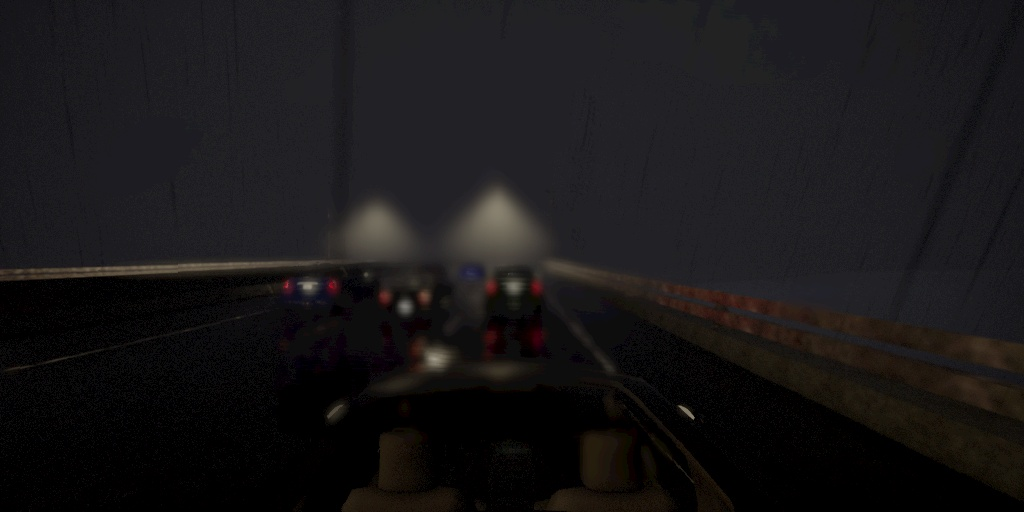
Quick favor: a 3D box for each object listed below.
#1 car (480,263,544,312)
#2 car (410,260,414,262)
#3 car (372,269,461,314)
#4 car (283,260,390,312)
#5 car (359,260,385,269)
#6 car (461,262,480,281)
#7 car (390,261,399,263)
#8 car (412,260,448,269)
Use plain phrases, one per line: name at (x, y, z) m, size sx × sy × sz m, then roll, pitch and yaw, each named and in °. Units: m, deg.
car at (0.110, 1.114, 14.324) m, size 2.097 × 1.767 × 4.553 m, roll 0°, pitch 0°, yaw 1°
car at (-16.490, 1.392, 60.104) m, size 1.812 × 1.442 × 4.674 m, roll 0°, pitch 0°, yaw 2°
car at (-3.401, 1.362, 13.801) m, size 1.895 × 1.301 × 4.718 m, roll 0°, pitch 0°, yaw 1°
car at (-6.889, 1.114, 14.382) m, size 2.097 × 1.767 × 4.553 m, roll 0°, pitch 0°, yaw 1°
car at (-23.466, 1.416, 60.367) m, size 2.033 × 1.411 × 5.357 m, roll 0°, pitch 0°, yaw 3°
car at (-3.165, 1.268, 30.523) m, size 1.882 × 1.535 × 5.008 m, roll 0°, pitch 0°, yaw 1°
car at (-19.979, 1.468, 60.223) m, size 1.895 × 1.301 × 4.718 m, roll 0°, pitch 0°, yaw 3°
car at (-6.665, 1.268, 30.553) m, size 1.882 × 1.535 × 5.008 m, roll 0°, pitch 0°, yaw 2°
